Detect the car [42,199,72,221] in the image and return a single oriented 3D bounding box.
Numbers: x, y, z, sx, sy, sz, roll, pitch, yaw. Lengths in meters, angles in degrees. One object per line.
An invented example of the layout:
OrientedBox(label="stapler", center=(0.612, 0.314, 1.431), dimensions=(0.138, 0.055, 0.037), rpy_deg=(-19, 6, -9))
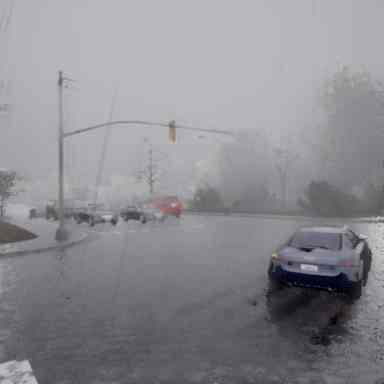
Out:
OrientedBox(label="car", center=(-12.478, 1.681, 31.938), dimensions=(2.150, 2.045, 5.566), rpy_deg=(0, -2, -35))

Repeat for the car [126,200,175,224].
OrientedBox(label="car", center=(-3.741, 1.577, 25.368), dimensions=(2.128, 1.511, 4.902), rpy_deg=(0, -1, -36))

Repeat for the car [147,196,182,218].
OrientedBox(label="car", center=(-3.097, 1.409, 30.956), dimensions=(2.150, 2.045, 5.566), rpy_deg=(0, -2, -34))

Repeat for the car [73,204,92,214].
OrientedBox(label="car", center=(-20.727, 3.282, 62.723), dimensions=(2.097, 1.767, 4.553), rpy_deg=(0, -3, -34))

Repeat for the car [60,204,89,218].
OrientedBox(label="car", center=(-14.626, 2.378, 41.280), dimensions=(2.128, 1.511, 4.902), rpy_deg=(0, -3, -34))

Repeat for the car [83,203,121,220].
OrientedBox(label="car", center=(-9.043, 1.892, 33.122), dimensions=(2.128, 1.511, 4.902), rpy_deg=(0, -2, -34))

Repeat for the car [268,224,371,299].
OrientedBox(label="car", center=(3.418, 1.527, 8.603), dimensions=(1.994, 1.385, 4.181), rpy_deg=(0, 0, 30))

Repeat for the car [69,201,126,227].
OrientedBox(label="car", center=(-6.861, 1.601, 23.744), dimensions=(2.128, 1.511, 4.902), rpy_deg=(0, -1, -34))

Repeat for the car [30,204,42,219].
OrientedBox(label="car", center=(-18.247, 2.319, 40.374), dimensions=(2.097, 1.767, 4.553), rpy_deg=(0, -3, -34))
